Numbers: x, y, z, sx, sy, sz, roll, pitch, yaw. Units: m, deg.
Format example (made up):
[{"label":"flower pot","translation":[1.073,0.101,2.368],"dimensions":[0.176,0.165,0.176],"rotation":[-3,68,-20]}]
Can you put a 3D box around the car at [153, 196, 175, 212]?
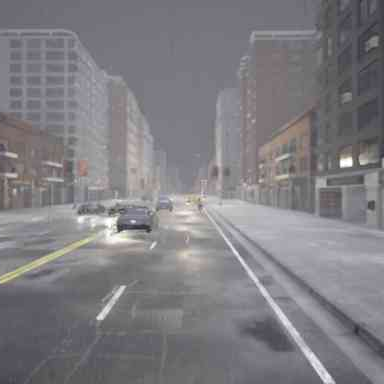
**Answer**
[{"label":"car","translation":[-3.151,1.523,38.964],"dimensions":[1.812,1.442,4.674],"rotation":[0,0,0]}]

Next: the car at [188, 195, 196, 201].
[{"label":"car","translation":[-0.007,1.503,85.868],"dimensions":[1.837,1.490,4.892],"rotation":[0,0,0]}]

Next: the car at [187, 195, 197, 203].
[{"label":"car","translation":[-0.005,1.478,71.265],"dimensions":[1.882,1.535,5.008],"rotation":[0,0,0]}]

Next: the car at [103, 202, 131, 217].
[{"label":"car","translation":[-6.593,1.599,31.422],"dimensions":[1.895,1.301,4.718],"rotation":[0,0,0]}]

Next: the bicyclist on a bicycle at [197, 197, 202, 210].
[{"label":"bicyclist on a bicycle","translation":[0.889,1.451,42.090],"dimensions":[0.582,1.620,1.656],"rotation":[0,0,0]}]

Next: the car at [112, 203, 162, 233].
[{"label":"car","translation":[-3.153,1.563,19.838],"dimensions":[1.994,1.385,4.181],"rotation":[0,0,0]}]

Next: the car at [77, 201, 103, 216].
[{"label":"car","translation":[-9.837,1.563,32.831],"dimensions":[1.994,1.385,4.181],"rotation":[0,0,0]}]

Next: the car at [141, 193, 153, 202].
[{"label":"car","translation":[-9.756,1.219,73.428],"dimensions":[2.150,2.045,5.566],"rotation":[0,0,0]}]

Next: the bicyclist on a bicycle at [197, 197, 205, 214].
[{"label":"bicyclist on a bicycle","translation":[0.888,1.434,33.683],"dimensions":[0.866,1.612,1.509],"rotation":[0,0,0]}]
